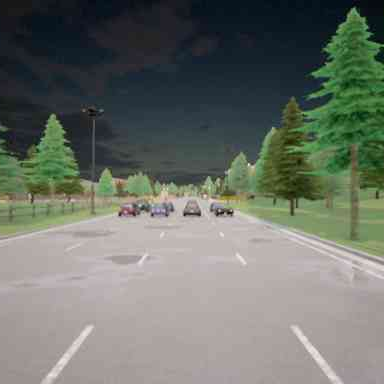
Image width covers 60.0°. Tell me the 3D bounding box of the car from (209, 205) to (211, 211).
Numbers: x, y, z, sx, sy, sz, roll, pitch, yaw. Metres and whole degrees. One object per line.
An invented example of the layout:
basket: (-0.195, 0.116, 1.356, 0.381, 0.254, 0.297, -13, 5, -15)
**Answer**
car: (3.515, 2.130, 47.242, 2.033, 1.411, 5.357, 0, -1, 0)

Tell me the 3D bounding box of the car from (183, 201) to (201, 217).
car: (0.012, 2.023, 37.207, 1.994, 1.385, 4.181, 0, -1, 0)

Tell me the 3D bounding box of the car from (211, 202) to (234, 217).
car: (3.512, 2.061, 37.268, 1.895, 1.301, 4.718, 0, -1, 0)

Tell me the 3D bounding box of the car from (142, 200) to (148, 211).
car: (-6.985, 1.934, 47.217, 2.097, 1.767, 4.553, 0, -1, 0)

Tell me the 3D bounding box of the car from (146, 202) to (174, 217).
car: (-3.489, 2.002, 36.825, 2.033, 1.411, 5.357, 0, -1, 0)

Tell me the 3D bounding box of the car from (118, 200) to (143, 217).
car: (-6.988, 1.985, 37.243, 1.812, 1.442, 4.674, 0, -1, 0)
